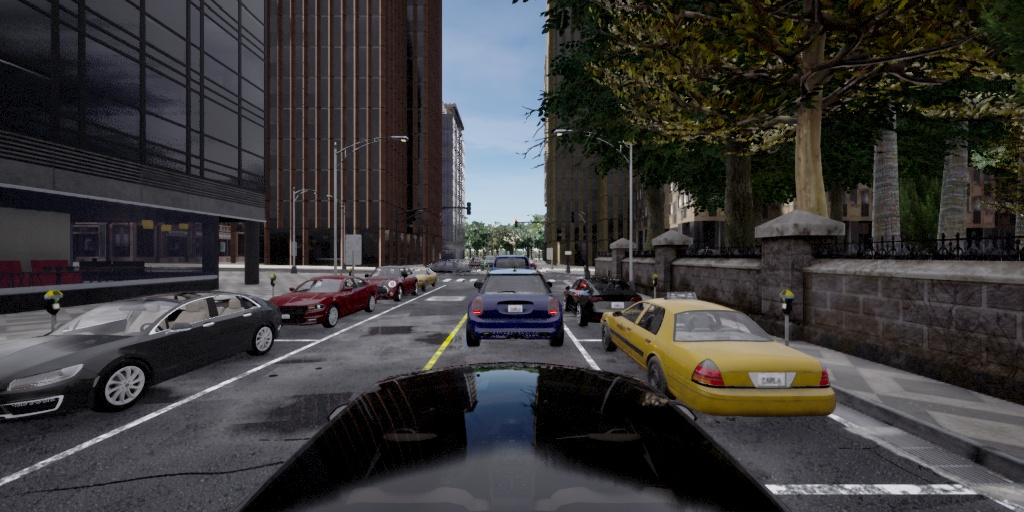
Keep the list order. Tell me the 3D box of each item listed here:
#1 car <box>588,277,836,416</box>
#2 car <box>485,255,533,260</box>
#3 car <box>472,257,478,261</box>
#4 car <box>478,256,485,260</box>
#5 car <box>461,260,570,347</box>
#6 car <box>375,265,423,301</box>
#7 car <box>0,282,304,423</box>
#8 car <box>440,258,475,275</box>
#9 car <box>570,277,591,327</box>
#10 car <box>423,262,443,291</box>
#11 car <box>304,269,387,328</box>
[{"bbox_3d":[2.755,1.275,6.116,1.751,1.417,4.829,0,0,0],"label":"car"},{"bbox_3d":[-0.021,0.972,18.941,2.150,2.045,5.566,0,0,0],"label":"car"},{"bbox_3d":[-5.851,1.079,59.709,2.192,1.841,5.009,0,0,0],"label":"car"},{"bbox_3d":[-3.178,0.982,51.183,2.150,2.045,5.566,0,0,0],"label":"car"},{"bbox_3d":[0.041,1.102,9.506,2.097,1.767,4.553,0,0,-1],"label":"car"},{"bbox_3d":[-5.786,1.190,16.845,1.967,1.591,4.097,0,0,0],"label":"car"},{"bbox_3d":[-5.769,1.300,5.931,2.007,1.370,4.403,0,0,0],"label":"car"},{"bbox_3d":[-6.857,1.197,36.981,5.357,1.411,2.033,1,0,0],"label":"car"},{"bbox_3d":[2.747,1.316,11.403,1.948,1.339,4.313,0,0,0],"label":"car"},{"bbox_3d":[-5.794,1.277,22.131,1.751,1.417,4.829,0,0,0],"label":"car"},{"bbox_3d":[-5.778,1.295,11.388,1.888,1.381,4.507,0,0,0],"label":"car"}]
